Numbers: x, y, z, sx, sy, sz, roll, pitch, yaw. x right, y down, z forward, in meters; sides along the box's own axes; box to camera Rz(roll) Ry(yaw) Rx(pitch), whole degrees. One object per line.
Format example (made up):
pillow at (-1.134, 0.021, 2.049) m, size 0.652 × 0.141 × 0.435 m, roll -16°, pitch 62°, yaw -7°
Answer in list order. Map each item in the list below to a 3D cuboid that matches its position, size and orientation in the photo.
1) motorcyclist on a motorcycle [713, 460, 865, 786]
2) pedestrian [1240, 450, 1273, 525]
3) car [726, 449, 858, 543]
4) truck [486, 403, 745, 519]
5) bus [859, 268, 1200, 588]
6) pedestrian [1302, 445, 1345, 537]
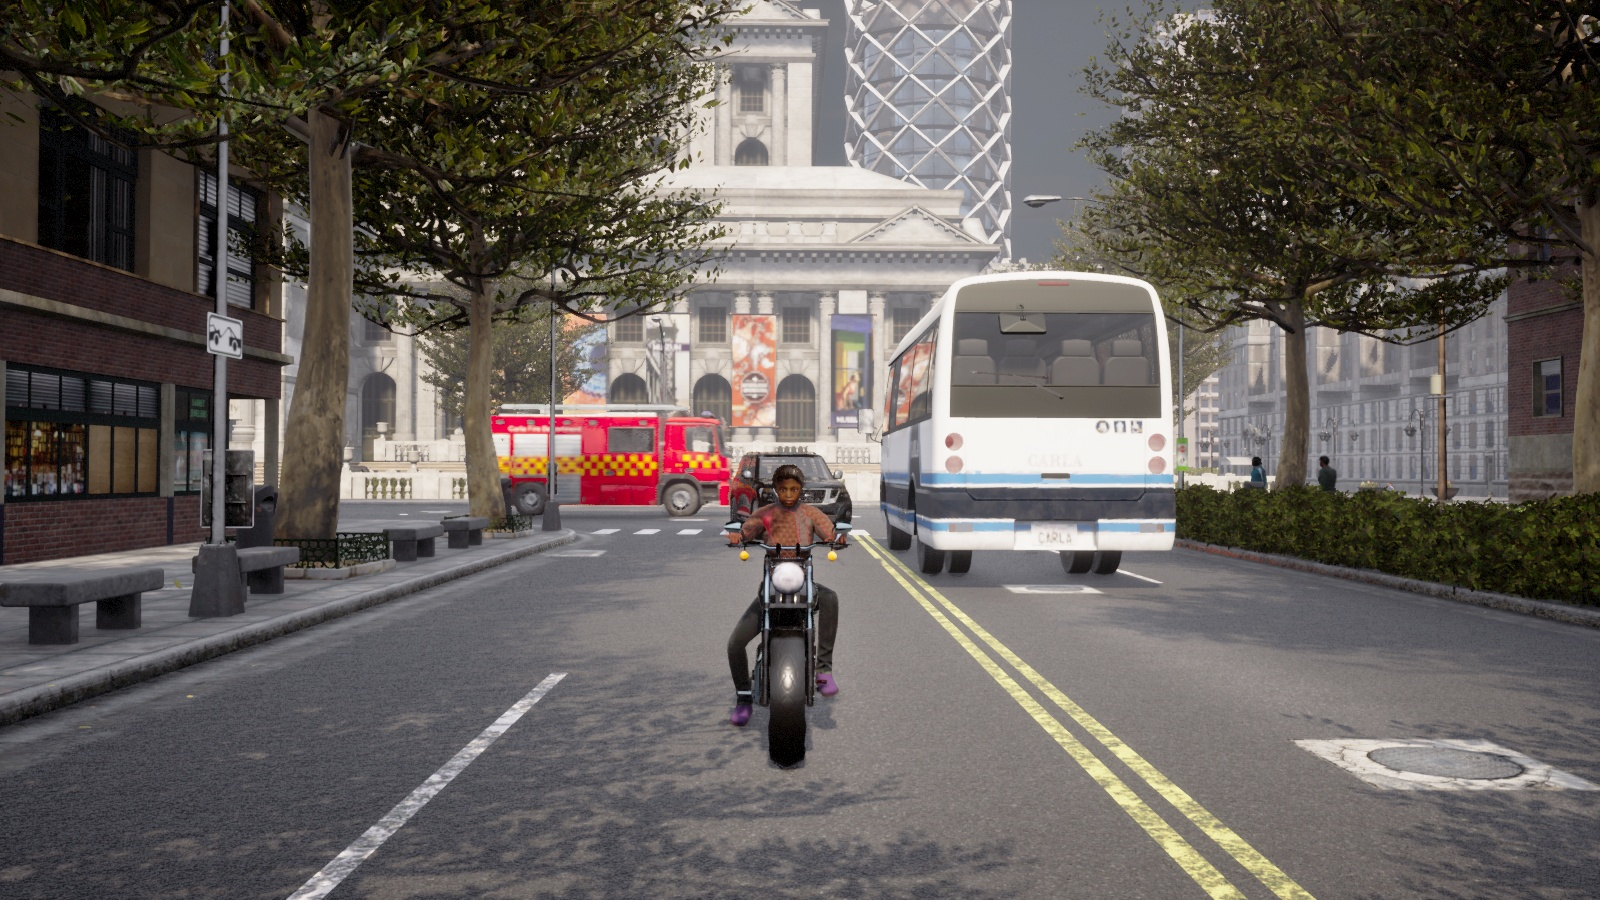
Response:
motorcyclist on a motorcycle at (-0.065, 0.892, 7.543) m, size 0.766 × 1.649 × 2.350 m, roll 0°, pitch -1°, yaw -1°
pedestrian at (11.855, 0.971, 32.639) m, size 0.692 × 1.930 × 0.396 m, roll 0°, pitch -1°, yaw -7°
car at (-0.332, 1.043, 30.316) m, size 2.150 × 2.045 × 5.566 m, roll 0°, pitch -1°, yaw -12°
truck at (-6.195, 0.398, 43.191) m, size 8.468 × 3.827 × 2.891 m, roll 0°, pitch -1°, yaw 0°
bus at (3.303, -0.209, 21.872) m, size 3.944 × 4.253 × 10.273 m, roll 0°, pitch -1°, yaw 0°
pedestrian at (11.351, 0.882, 27.230) m, size 0.423 × 1.949 × 0.788 m, roll 0°, pitch -1°, yaw -20°
